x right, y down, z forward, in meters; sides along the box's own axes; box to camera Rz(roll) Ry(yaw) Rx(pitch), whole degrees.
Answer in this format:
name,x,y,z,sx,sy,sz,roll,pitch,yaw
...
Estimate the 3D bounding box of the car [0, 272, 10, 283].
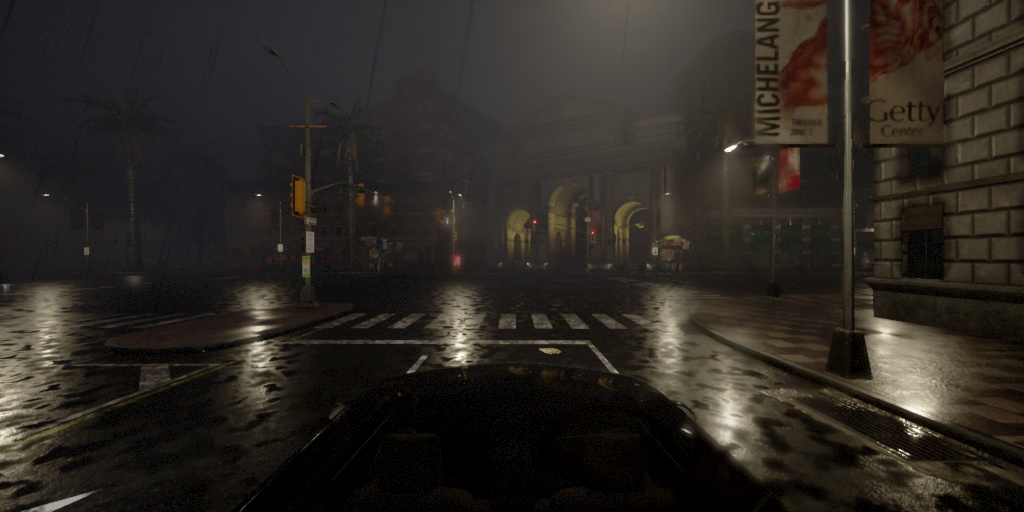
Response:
name,x,y,z,sx,sy,sz,roll,pitch,yaw
car,-38.875,1.351,25.271,4.718,1.301,1.895,0,0,0
